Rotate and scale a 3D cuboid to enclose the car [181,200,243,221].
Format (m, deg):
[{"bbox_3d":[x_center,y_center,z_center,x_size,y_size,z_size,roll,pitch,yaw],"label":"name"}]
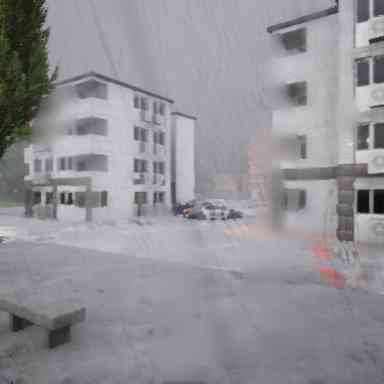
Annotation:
[{"bbox_3d":[1.741,1.515,27.216,4.536,1.218,1.853,0,0,-25],"label":"car"}]

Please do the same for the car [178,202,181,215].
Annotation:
[{"bbox_3d":[1.788,1.673,27.237,4.974,1.542,2.038,0,0,-25],"label":"car"}]

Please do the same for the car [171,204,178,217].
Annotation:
[{"bbox_3d":[-0.291,1.429,29.140,1.845,1.501,3.633,0,0,-43],"label":"car"}]
